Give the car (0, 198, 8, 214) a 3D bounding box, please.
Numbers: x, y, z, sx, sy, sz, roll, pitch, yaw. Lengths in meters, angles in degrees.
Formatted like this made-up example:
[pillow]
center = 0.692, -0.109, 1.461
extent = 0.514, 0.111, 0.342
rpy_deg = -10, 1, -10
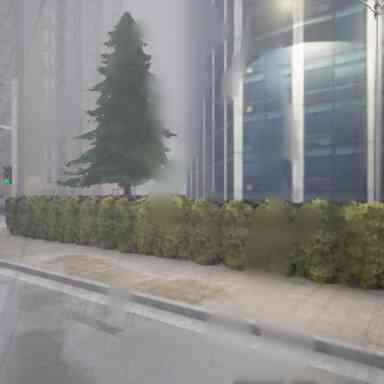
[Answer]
[car]
center = -18.824, 1.352, 32.054
extent = 2.097, 1.767, 4.553
rpy_deg = 0, 0, 36
